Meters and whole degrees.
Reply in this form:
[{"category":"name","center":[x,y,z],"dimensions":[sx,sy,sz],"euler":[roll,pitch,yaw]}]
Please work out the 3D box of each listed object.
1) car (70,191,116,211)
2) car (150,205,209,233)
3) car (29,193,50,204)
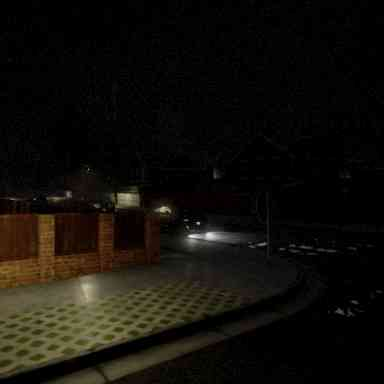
[{"category":"car","center":[-8.440,0.981,27.982],"dimensions":[2.150,2.045,5.566],"euler":[-2,3,-38]},{"category":"car","center":[-0.961,1.438,18.907],"dimensions":[1.994,1.385,4.181],"euler":[-2,2,-41]},{"category":"car","center":[-20.931,0.905,45.474],"dimensions":[2.097,1.767,4.553],"euler":[-2,2,-33]}]
